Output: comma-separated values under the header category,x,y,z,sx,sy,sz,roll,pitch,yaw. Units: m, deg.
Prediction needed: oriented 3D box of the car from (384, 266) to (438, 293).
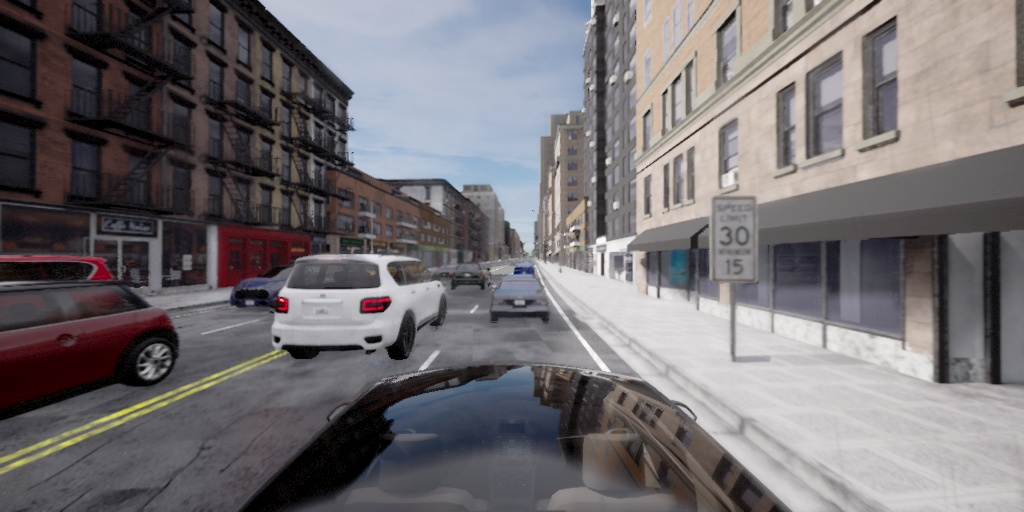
category,x,y,z,sx,sy,sz,roll,pitch,yaw
car,-6.059,1.381,22.011,1.994,1.385,4.181,0,0,3

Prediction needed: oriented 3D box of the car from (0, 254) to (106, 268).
category,x,y,z,sx,sy,sz,roll,pitch,yaw
car,-9.784,0.984,5.745,2.150,2.045,5.566,0,0,-1

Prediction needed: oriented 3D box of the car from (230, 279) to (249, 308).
category,x,y,z,sx,sy,sz,roll,pitch,yaw
car,-9.569,1.148,15.452,2.097,1.767,4.553,0,0,2

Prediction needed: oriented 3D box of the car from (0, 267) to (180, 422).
category,x,y,z,sx,sy,sz,roll,pitch,yaw
car,-6.554,1.109,3.951,2.097,1.767,4.553,0,0,1

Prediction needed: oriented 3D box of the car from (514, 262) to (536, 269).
category,x,y,z,sx,sy,sz,roll,pitch,yaw
car,1.233,1.333,34.568,1.882,1.535,5.008,0,0,3

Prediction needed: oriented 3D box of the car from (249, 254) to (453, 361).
category,x,y,z,sx,sy,sz,roll,pitch,yaw
car,-3.057,0.995,8.507,2.150,2.045,5.566,0,0,1

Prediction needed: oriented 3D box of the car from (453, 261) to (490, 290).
category,x,y,z,sx,sy,sz,roll,pitch,yaw
car,-2.566,1.173,23.516,2.097,1.767,4.553,0,0,2

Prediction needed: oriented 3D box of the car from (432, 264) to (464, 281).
category,x,y,z,sx,sy,sz,roll,pitch,yaw
car,-5.587,1.410,31.917,1.994,1.385,4.181,0,0,2

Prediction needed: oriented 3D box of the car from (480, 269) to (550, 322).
category,x,y,z,sx,sy,sz,roll,pitch,yaw
car,0.277,1.336,12.376,2.033,1.411,5.357,0,0,1
